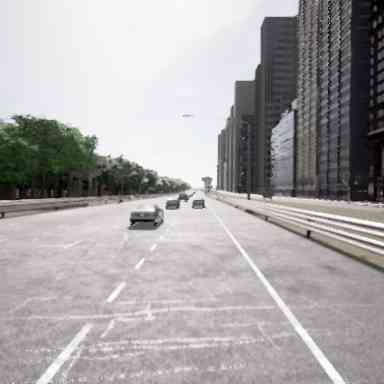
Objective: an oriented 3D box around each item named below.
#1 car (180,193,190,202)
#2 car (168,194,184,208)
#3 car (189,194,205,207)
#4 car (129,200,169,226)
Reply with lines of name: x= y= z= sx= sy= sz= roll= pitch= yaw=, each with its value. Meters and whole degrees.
car: x=-2.124 y=1.258 z=80.035 sx=2.150 sy=2.045 sz=5.566 roll=0 pitch=0 yaw=1
car: x=-2.644 y=1.468 z=47.456 sx=2.128 sy=1.511 sz=4.902 roll=0 pitch=0 yaw=1
car: x=1.015 y=1.498 z=50.713 sx=2.128 sy=1.511 sz=4.902 roll=0 pitch=0 yaw=1
car: x=-3.095 y=1.519 z=23.456 sx=2.033 sy=1.411 sz=5.357 roll=0 pitch=0 yaw=1
